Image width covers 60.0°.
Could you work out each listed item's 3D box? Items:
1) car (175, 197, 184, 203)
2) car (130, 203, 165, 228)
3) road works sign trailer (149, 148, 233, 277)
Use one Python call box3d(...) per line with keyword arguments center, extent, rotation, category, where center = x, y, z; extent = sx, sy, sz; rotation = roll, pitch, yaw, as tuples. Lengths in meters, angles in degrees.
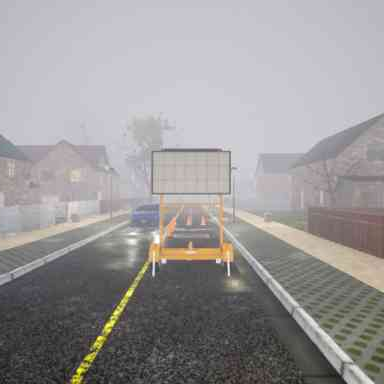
box3d(center=(-2.956, 1.960, 79.163), extent=(1.812, 1.442, 4.674), rotation=(0, -1, 0), category="car")
box3d(center=(-2.908, 1.521, 22.518), extent=(1.882, 1.535, 5.008), rotation=(0, 0, 0), category="car")
box3d(center=(-0.026, 0.473, 10.221), extent=(2.380, 3.560, 2.880), rotation=(0, 0, 0), category="road works sign trailer")
